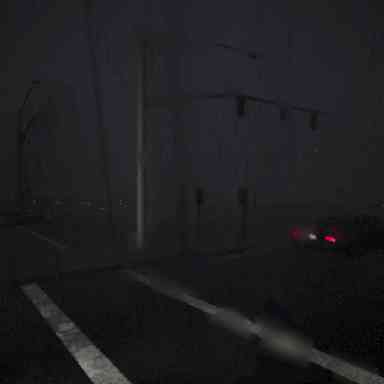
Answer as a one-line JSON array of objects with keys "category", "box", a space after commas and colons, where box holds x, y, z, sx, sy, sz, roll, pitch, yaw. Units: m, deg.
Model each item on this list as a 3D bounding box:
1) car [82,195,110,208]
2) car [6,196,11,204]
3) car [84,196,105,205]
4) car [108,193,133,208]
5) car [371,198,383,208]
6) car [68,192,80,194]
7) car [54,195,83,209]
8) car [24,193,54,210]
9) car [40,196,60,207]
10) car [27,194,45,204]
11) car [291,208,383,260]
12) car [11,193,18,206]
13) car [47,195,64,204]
[{"category": "car", "box": [-13.769, 1.470, 46.354, 2.033, 1.411, 5.357, 0, 0, -36]}, {"category": "car", "box": [-31.706, 1.380, 59.101, 1.882, 1.535, 5.008, 0, 0, -36]}, {"category": "car", "box": [-16.433, 1.471, 55.986, 1.994, 1.385, 4.181, 0, 0, -37]}, {"category": "car", "box": [-10.520, 1.142, 47.857, 2.150, 2.045, 5.566, 0, 0, -36]}, {"category": "car", "box": [22.827, 1.458, 38.841, 4.674, 1.442, 1.812, 0, 0, -35]}, {"category": "car", "box": [-22.749, 1.114, 64.642, 2.150, 2.045, 5.566, 0, 0, -36]}, {"category": "car", "box": [-16.761, 1.473, 44.513, 2.033, 1.411, 5.357, 0, 0, -36]}, {"category": "car", "box": [-19.786, 1.151, 42.714, 2.150, 2.045, 5.566, 0, 0, -35]}, {"category": "car", "box": [-22.380, 1.418, 52.228, 1.837, 1.490, 4.892, 0, 0, -36]}, {"category": "car", "box": [-28.424, 1.252, 60.545, 2.097, 1.767, 4.553, 0, 0, -36]}, {"category": "car", "box": [5.991, 1.525, 12.381, 5.357, 1.411, 2.033, 0, 0, -36]}, {"category": "car", "box": [-25.750, 1.137, 50.895, 2.150, 2.045, 5.566, 0, 0, -36]}, {"category": "car", "box": [-25.833, 1.373, 62.929, 1.882, 1.535, 5.008, 0, 0, -36]}]
